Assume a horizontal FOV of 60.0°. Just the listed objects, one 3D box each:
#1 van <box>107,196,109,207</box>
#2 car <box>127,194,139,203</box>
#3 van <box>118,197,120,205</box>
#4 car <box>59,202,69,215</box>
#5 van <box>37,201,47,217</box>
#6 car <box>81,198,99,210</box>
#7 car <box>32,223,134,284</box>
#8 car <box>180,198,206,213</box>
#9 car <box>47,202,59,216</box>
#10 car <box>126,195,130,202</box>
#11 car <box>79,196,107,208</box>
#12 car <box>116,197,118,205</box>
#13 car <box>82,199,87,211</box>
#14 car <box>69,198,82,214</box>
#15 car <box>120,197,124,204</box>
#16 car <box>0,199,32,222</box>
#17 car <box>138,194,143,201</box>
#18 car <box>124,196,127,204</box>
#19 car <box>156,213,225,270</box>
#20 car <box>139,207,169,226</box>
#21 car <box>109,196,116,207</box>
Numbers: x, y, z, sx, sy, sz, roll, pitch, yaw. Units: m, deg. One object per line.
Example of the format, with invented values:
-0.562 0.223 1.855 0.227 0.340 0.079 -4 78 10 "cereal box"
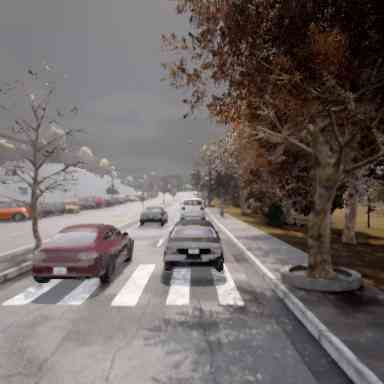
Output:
-16.785 1.762 56.016 4.442 1.987 1.878 -1 0 -20 "van"
-16.863 1.996 85.909 4.792 1.488 2.163 -1 0 -20 "car"
-17.001 1.759 64.877 4.442 1.987 1.878 -1 0 -20 "van"
-16.918 1.968 38.048 4.792 1.488 2.163 -1 0 -20 "car"
-16.787 1.657 32.146 4.442 1.987 1.878 -1 -1 -20 "van"
-16.887 2.027 50.001 4.674 1.452 2.002 -1 0 -20 "car"
-2.954 1.626 9.765 1.812 1.442 4.674 0 -1 0 "car"
0.071 1.591 30.454 2.150 2.045 5.566 0 -1 0 "car"
-16.887 1.951 35.075 4.674 1.452 2.002 -1 0 -20 "car"
-16.863 2.005 73.903 4.792 1.488 2.163 -1 0 -20 "car"
-16.920 1.740 52.973 5.566 2.045 2.435 -1 0 -20 "car"
-16.884 1.986 61.938 4.892 1.521 2.231 -1 0 -20 "car"
-16.864 2.001 44.044 4.792 1.488 2.163 -1 -1 -20 "car"
-16.719 1.951 41.117 5.366 1.575 1.946 -1 -1 -20 "car"
-16.862 1.855 67.912 4.553 1.767 2.185 -1 0 -20 "car"
-16.865 1.723 29.118 4.553 1.767 2.185 -1 -1 -20 "car"
-17.059 1.959 91.833 5.366 1.575 1.946 -1 0 -20 "car"
-16.885 2.018 70.885 4.674 1.452 2.002 -1 0 -20 "car"
0.062 1.667 11.396 2.033 1.411 5.357 0 -1 0 "car"
-2.947 1.867 26.449 2.033 1.411 5.357 0 -1 0 "car"
-16.869 1.736 58.969 5.566 2.045 2.435 -1 0 -20 "car"
